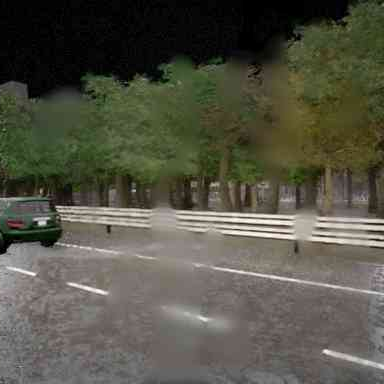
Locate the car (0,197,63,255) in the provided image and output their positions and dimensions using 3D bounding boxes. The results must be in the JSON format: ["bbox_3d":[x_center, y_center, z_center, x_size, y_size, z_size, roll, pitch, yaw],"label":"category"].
[{"bbox_3d":[-7.612,1.230,13.611,5.566,2.045,2.150,0,0,36],"label":"car"}]
